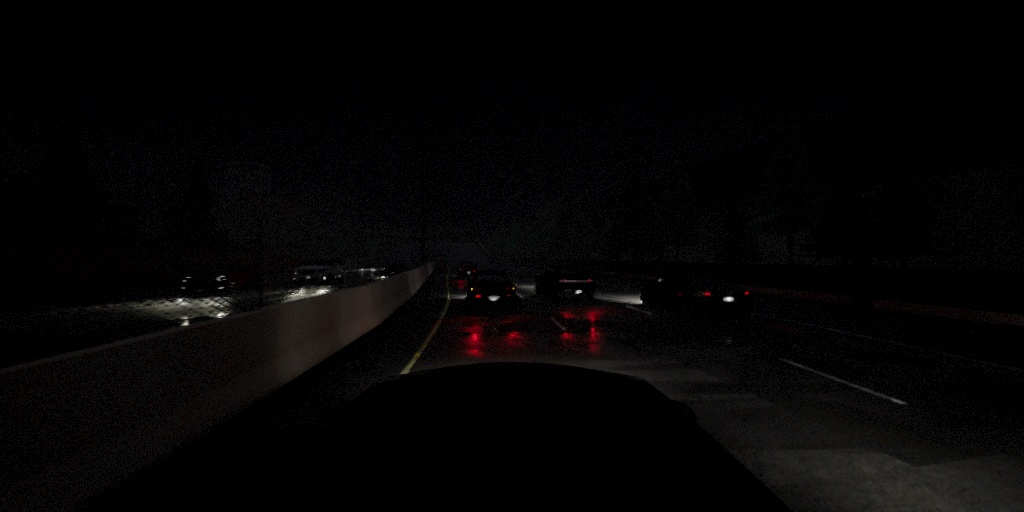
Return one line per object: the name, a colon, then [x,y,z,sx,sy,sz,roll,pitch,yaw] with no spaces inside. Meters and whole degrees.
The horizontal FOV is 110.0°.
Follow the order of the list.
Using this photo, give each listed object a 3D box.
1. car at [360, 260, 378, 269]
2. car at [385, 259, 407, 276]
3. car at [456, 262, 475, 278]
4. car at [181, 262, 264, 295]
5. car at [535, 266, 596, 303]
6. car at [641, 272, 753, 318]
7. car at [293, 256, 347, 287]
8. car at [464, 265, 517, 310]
car: [-23.134,1.380,58.287,1.812,1.442,4.674,0,1,-10]
car: [-12.478,1.329,38.865,2.033,1.411,5.357,0,0,-10]
car: [-4.199,1.269,33.656,1.812,1.442,4.674,0,0,-10]
car: [-16.150,1.168,20.274,2.097,1.767,4.553,0,0,-10]
car: [2.323,1.217,16.753,2.128,1.511,4.902,0,0,-8]
car: [6.324,1.272,12.811,1.994,1.385,4.181,0,0,-6]
car: [-13.607,1.022,25.771,2.150,2.045,5.566,0,0,-11]
car: [-0.913,1.269,14.551,1.812,1.442,4.674,0,0,-7]
